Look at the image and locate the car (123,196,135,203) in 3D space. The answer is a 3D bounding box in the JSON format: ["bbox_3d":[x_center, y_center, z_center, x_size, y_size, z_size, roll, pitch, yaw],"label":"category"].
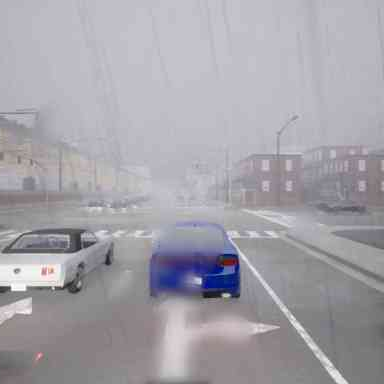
[{"bbox_3d":[-13.870,1.524,73.085,1.812,1.442,4.674,0,0,0],"label":"car"}]

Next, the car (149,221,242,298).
[{"bbox_3d":[0.081,1.478,8.547,1.882,1.535,5.008,0,0,1],"label":"car"}]

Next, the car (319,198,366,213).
[{"bbox_3d":[16.524,1.564,36.010,4.181,1.385,1.994,0,0,0],"label":"car"}]

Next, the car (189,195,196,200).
[{"bbox_3d":[0.166,1.540,93.350,2.033,1.411,5.357,0,0,0],"label":"car"}]

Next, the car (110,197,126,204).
[{"bbox_3d":[-13.938,1.601,62.876,1.895,1.301,4.718,0,0,1],"label":"car"}]

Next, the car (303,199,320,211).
[{"bbox_3d":[15.782,1.491,39.514,4.902,1.511,2.128,0,0,0],"label":"car"}]

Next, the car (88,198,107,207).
[{"bbox_3d":[-14.001,1.564,49.630,1.994,1.385,4.181,0,0,0],"label":"car"}]

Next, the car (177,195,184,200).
[{"bbox_3d":[-3.335,1.500,93.308,1.837,1.490,4.892,0,0,0],"label":"car"}]

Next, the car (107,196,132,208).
[{"bbox_3d":[-10.227,1.351,47.023,2.097,1.767,4.553,0,0,-3],"label":"car"}]

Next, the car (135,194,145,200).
[{"bbox_3d":[-13.843,1.367,88.532,1.812,1.442,4.674,0,0,0],"label":"car"}]

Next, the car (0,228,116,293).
[{"bbox_3d":[-3.413,1.601,8.816,1.895,1.301,4.718,0,0,0],"label":"car"}]

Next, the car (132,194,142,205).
[{"bbox_3d":[-10.474,1.505,58.331,1.837,1.490,4.892,0,0,0],"label":"car"}]

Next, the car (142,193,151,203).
[{"bbox_3d":[-10.378,1.478,68.934,1.882,1.535,5.008,0,0,0],"label":"car"}]

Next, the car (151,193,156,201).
[{"bbox_3d":[-10.352,1.222,83.445,2.150,2.045,5.566,0,0,0],"label":"car"}]
